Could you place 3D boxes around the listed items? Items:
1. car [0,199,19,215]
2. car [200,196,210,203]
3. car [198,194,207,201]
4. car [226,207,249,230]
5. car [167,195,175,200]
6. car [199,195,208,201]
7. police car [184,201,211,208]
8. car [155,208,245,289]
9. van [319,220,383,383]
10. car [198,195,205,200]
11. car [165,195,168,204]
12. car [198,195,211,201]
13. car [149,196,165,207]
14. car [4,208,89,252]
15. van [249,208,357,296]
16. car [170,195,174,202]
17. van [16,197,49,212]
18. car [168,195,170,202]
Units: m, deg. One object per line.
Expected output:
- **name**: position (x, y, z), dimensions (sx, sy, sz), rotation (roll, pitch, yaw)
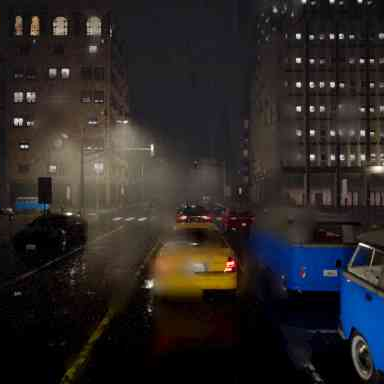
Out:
- **car**: position (-19.840, 1.620, 32.423), dimensions (4.403, 1.369, 2.008), rotation (0, 0, 1)
- **car**: position (2.707, 1.517, 68.886), dimensions (1.887, 1.381, 4.507), rotation (1, 0, 0)
- **car**: position (2.710, 1.393, 85.841), dimensions (1.967, 1.590, 4.097), rotation (1, 0, 0)
- **car**: position (2.702, 1.545, 19.488), dimensions (1.887, 1.381, 4.507), rotation (1, 0, 0)
- **car**: position (-5.671, 1.472, 91.325), dimensions (1.752, 1.417, 4.829), rotation (1, 0, 0)
- **car**: position (2.708, 1.510, 80.189), dimensions (2.008, 1.369, 4.403), rotation (1, 0, 0)
- **police car**: position (0.106, 1.505, 19.415), dimensions (2.038, 1.542, 4.974), rotation (0, 0, 0)
- **car**: position (0.098, 1.458, 9.095), dimensions (1.801, 1.575, 5.366), rotation (0, 0, 0)
- **van**: position (2.704, 1.342, 2.758), dimensions (1.690, 1.788, 3.998), rotation (1, 0, 0)
- **car**: position (2.709, 1.472, 91.663), dimensions (1.752, 1.417, 4.829), rotation (1, 0, 0)
- **car**: position (-5.673, 1.425, 57.586), dimensions (1.967, 1.590, 4.097), rotation (1, 0, 0)
- **car**: position (2.706, 1.529, 63.235), dimensions (2.008, 1.369, 4.403), rotation (1, 0, 0)
- **car**: position (-5.676, 1.572, 51.933), dimensions (1.802, 1.307, 4.206), rotation (1, 0, 0)
- **car**: position (-5.679, 1.567, 13.918), dimensions (1.947, 1.339, 4.313), rotation (1, 0, 0)
- **van**: position (2.704, 1.343, 8.335), dimensions (1.690, 1.788, 3.998), rotation (1, 0, 0)
- **car**: position (-5.673, 1.517, 74.539), dimensions (2.008, 1.369, 4.403), rotation (1, 0, 0)
- **van**: position (-19.732, 1.525, 40.804), dimensions (3.998, 1.788, 1.690), rotation (0, 0, 1)
- **car**: position (-5.674, 1.560, 63.237), dimensions (1.802, 1.307, 4.206), rotation (1, 0, 0)
